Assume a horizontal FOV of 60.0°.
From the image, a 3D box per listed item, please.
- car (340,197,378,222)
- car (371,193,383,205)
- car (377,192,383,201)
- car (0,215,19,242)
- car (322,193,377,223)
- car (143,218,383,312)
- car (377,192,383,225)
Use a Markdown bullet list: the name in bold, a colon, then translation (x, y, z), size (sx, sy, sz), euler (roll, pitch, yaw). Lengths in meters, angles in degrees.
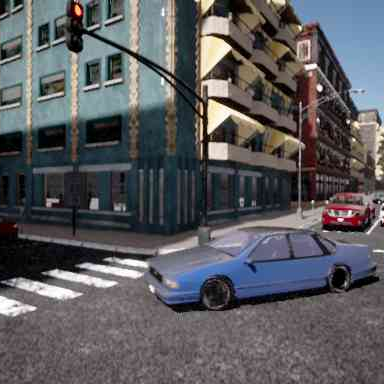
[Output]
- **car**: translation (11.679, 1.150, 23.110), size (1.887, 1.381, 4.507), euler (2, 2, 33)
- **car**: translation (23.783, 0.826, 41.818), size (1.947, 1.339, 4.313), euler (2, 2, 33)
- **car**: translation (29.834, 0.654, 51.171), size (1.947, 1.339, 4.313), euler (2, 2, 33)
- **car**: translation (-9.274, 1.552, 14.565), size (4.206, 1.307, 1.802), euler (0, 1, 33)
- **car**: translation (8.656, 1.006, 18.427), size (2.192, 1.841, 5.009), euler (2, 2, 33)
- **car**: translation (1.681, 1.534, 7.614), size (5.357, 1.411, 2.033), euler (0, 1, -22)
- **car**: translation (12.272, 0.899, 19.260), size (2.150, 2.045, 5.566), euler (1, 1, 33)
